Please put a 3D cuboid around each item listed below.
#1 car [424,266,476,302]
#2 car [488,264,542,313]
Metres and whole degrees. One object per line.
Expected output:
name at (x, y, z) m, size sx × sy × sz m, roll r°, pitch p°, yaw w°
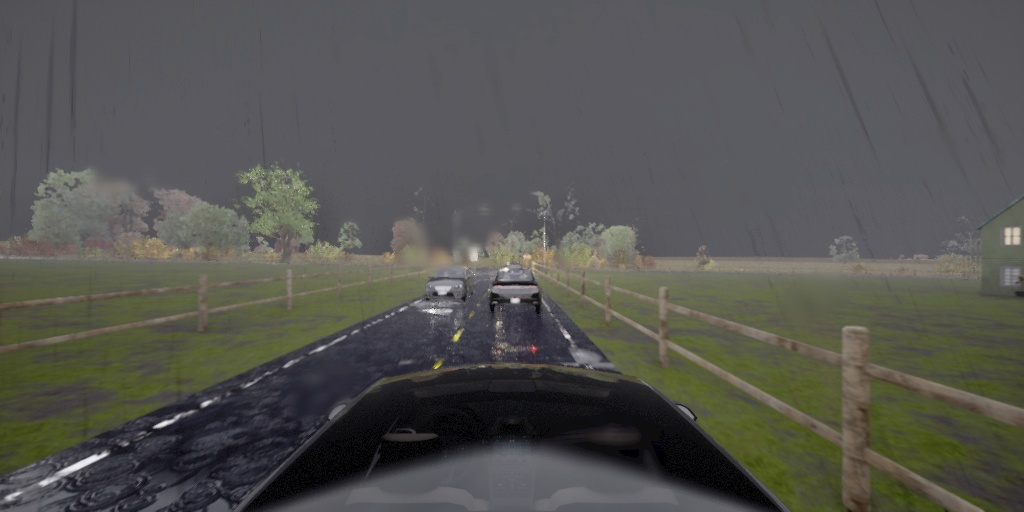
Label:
car at (-2.841, 1.250, 17.142) m, size 2.128 × 1.511 × 4.902 m, roll 0°, pitch 0°, yaw 0°
car at (0.107, 1.247, 14.096) m, size 2.128 × 1.511 × 4.902 m, roll 0°, pitch 0°, yaw 0°
